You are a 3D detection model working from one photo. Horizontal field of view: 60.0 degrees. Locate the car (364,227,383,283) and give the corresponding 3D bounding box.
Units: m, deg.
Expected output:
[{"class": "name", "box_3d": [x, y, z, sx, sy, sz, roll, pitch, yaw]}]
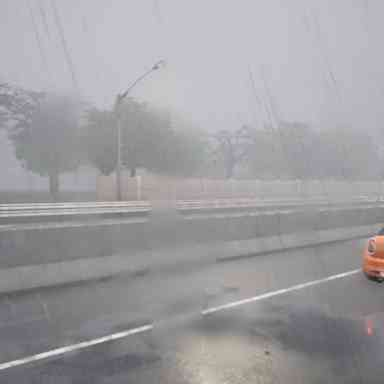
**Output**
[{"class": "car", "box_3d": [6.336, 1.312, 8.303, 4.553, 1.767, 2.097, -1, 0, -35]}]
